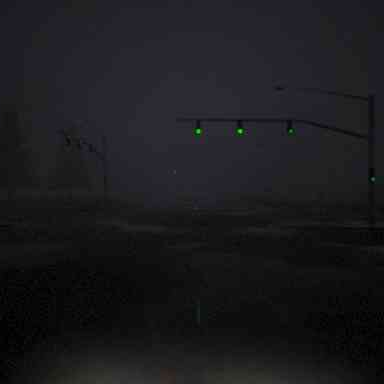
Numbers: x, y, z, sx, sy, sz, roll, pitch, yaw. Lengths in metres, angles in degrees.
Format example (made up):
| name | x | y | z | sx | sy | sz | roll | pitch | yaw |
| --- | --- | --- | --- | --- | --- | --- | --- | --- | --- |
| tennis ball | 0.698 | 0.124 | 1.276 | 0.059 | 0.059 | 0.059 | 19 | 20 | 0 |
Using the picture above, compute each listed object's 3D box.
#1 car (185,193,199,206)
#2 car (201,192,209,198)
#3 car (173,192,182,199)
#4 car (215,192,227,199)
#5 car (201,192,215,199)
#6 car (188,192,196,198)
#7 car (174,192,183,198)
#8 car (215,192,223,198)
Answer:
| name | x | y | z | sx | sy | sz | roll | pitch | yaw |
| --- | --- | --- | --- | --- | --- | --- | --- | --- | --- |
| car | 0.008 | 1.191 | 46.683 | 1.812 | 1.442 | 4.674 | 0 | 0 | 0 |
| car | 3.515 | 0.759 | 87.709 | 1.882 | 1.535 | 5.008 | 0 | 0 | 0 |
| car | -3.487 | 0.961 | 77.708 | 1.812 | 1.442 | 4.674 | 0 | 0 | 0 |
| car | 7.013 | 0.989 | 77.707 | 1.994 | 1.385 | 4.181 | 0 | 0 | 0 |
| car | 3.513 | 0.975 | 77.290 | 2.033 | 1.411 | 5.357 | 0 | 0 | 0 |
| car | 0.015 | 0.806 | 87.710 | 2.128 | 1.511 | 4.902 | 0 | 0 | 0 |
| car | -3.485 | 0.806 | 87.710 | 2.128 | 1.511 | 4.902 | 0 | 0 | 0 |
| car | 7.015 | 0.805 | 87.708 | 1.812 | 1.442 | 4.674 | 0 | 0 | 0 |
